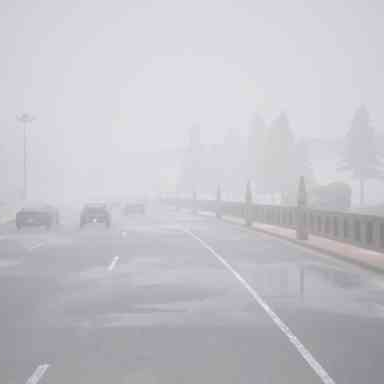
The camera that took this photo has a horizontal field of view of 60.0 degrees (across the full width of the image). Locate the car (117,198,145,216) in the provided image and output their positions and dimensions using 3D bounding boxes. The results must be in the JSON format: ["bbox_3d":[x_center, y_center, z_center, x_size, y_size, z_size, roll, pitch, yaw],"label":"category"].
[{"bbox_3d":[-5.933,1.480,32.988,1.882,1.535,5.008,0,0,-19],"label":"car"}]

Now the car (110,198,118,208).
[{"bbox_3d":[-9.774,1.529,42.739,1.812,1.442,4.674,0,0,-24],"label":"car"}]

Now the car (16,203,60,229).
[{"bbox_3d":[-9.876,1.479,21.599,1.882,1.535,5.008,0,0,-13],"label":"car"}]

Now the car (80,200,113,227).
[{"bbox_3d":[-6.601,1.506,22.925,1.837,1.490,4.892,0,0,-14],"label":"car"}]
